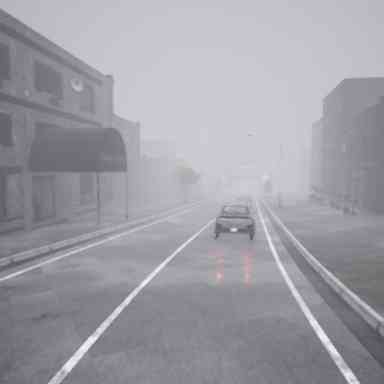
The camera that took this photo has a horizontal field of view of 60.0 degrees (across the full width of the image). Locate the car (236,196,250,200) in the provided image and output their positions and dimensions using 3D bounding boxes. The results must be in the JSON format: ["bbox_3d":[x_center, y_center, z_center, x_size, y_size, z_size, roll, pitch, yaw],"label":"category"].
[{"bbox_3d":[5.473,1.171,35.563,2.033,1.411,5.357,1,1,10],"label":"car"}]

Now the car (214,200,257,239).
[{"bbox_3d":[2.209,1.402,16.811,2.128,1.511,4.902,1,1,9],"label":"car"}]
